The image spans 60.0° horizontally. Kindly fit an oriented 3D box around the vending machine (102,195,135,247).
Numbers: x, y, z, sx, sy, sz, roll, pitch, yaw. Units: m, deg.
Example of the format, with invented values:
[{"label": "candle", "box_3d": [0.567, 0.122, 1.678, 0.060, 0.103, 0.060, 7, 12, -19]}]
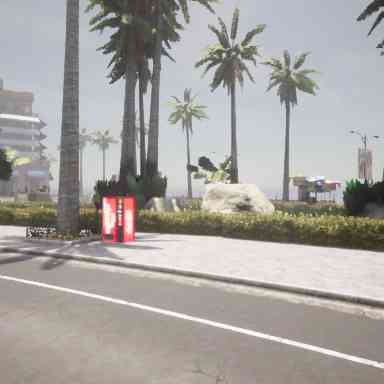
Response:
[{"label": "vending machine", "box_3d": [-3.126, 1.195, 14.177, 0.880, 2.100, 1.100, 0, 0, 27]}]
